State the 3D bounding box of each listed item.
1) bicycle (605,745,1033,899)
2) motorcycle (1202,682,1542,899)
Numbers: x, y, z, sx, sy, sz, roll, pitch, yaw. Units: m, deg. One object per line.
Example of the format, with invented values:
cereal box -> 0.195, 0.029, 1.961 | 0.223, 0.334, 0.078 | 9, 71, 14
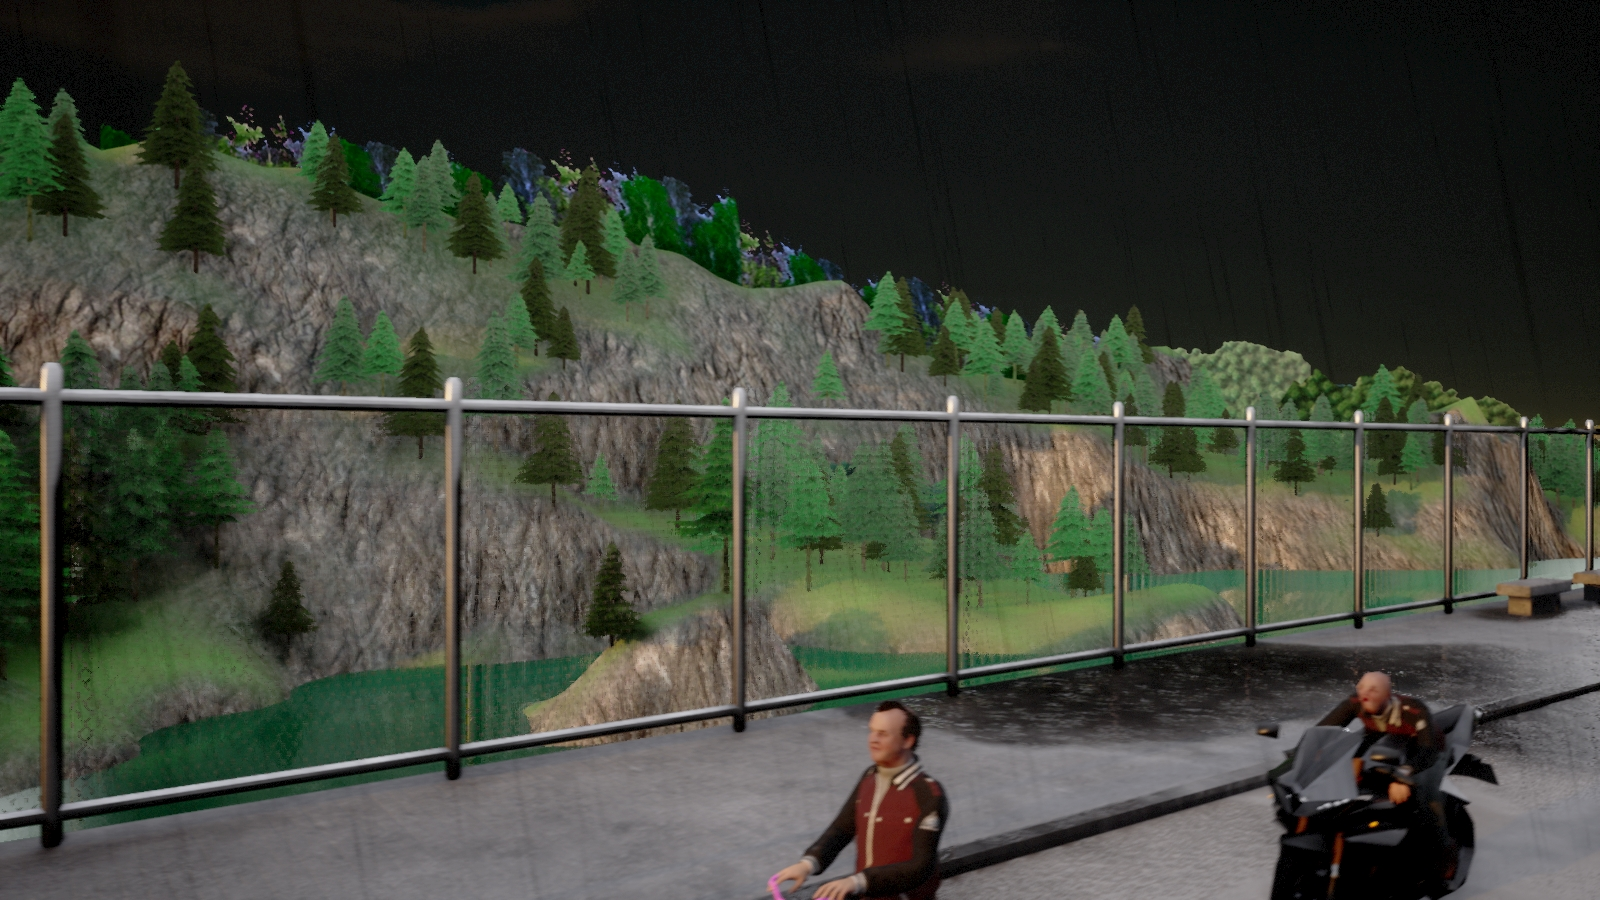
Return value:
bicycle -> 0.146, 2.061, 4.482 | 1.835, 1.471, 0.329 | 0, 0, -35
motorcycle -> 3.455, 2.207, 6.816 | 2.209, 1.251, 0.867 | 0, 0, -35
